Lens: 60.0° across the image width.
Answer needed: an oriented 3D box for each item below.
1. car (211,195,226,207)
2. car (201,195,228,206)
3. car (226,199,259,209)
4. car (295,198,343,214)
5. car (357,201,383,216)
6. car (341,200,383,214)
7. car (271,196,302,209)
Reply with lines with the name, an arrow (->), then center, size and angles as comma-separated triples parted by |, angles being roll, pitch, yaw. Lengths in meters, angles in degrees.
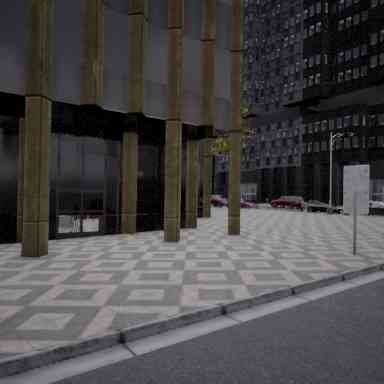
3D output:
car -> 3.541, 1.311, 47.291 | 2.192, 1.841, 5.009 | 1, -1, -35
car -> 4.102, 1.511, 61.221 | 2.192, 1.841, 5.009 | 1, -1, -35
car -> 6.730, 1.570, 42.793 | 1.802, 1.307, 4.206 | 1, -1, -35
car -> 13.115, 1.539, 33.804 | 1.947, 1.339, 4.313 | 1, -1, -35
car -> 16.307, 1.517, 29.309 | 2.008, 1.369, 4.403 | 1, -1, -35
car -> 20.059, 1.708, 38.746 | 2.008, 1.369, 4.403 | 1, -1, -35
car -> 13.678, 1.486, 47.738 | 2.192, 1.841, 5.009 | 1, -1, -35
